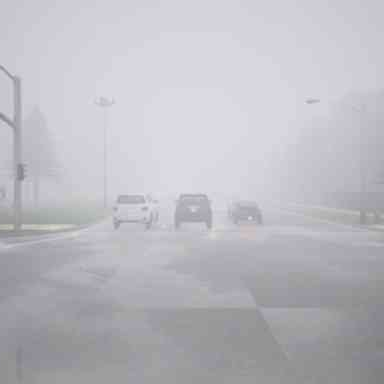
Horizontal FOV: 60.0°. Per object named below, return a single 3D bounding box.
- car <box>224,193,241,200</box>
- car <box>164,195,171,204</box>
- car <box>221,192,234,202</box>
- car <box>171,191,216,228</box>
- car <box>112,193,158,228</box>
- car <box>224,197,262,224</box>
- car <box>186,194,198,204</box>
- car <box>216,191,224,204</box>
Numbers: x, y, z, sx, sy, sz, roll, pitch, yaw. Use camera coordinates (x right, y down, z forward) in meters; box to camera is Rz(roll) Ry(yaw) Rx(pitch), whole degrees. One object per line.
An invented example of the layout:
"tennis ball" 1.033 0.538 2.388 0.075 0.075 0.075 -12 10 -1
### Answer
"car" 6.950 0.976 54.979 2.097 1.767 4.553 0 0 0
"car" -3.550 1.150 55.001 1.812 1.442 4.674 0 0 0
"car" 6.940 0.909 64.980 2.097 1.767 4.553 0 0 0
"car" 0.081 1.078 20.847 2.150 2.045 5.566 0 0 0
"car" -3.419 1.079 20.865 2.150 2.045 5.566 0 0 0
"car" 3.579 1.347 23.030 1.837 1.490 4.892 0 0 0
"car" -0.050 1.132 54.587 1.837 1.490 4.892 0 0 0
"car" 3.450 0.848 54.618 2.150 2.045 5.566 0 0 0
